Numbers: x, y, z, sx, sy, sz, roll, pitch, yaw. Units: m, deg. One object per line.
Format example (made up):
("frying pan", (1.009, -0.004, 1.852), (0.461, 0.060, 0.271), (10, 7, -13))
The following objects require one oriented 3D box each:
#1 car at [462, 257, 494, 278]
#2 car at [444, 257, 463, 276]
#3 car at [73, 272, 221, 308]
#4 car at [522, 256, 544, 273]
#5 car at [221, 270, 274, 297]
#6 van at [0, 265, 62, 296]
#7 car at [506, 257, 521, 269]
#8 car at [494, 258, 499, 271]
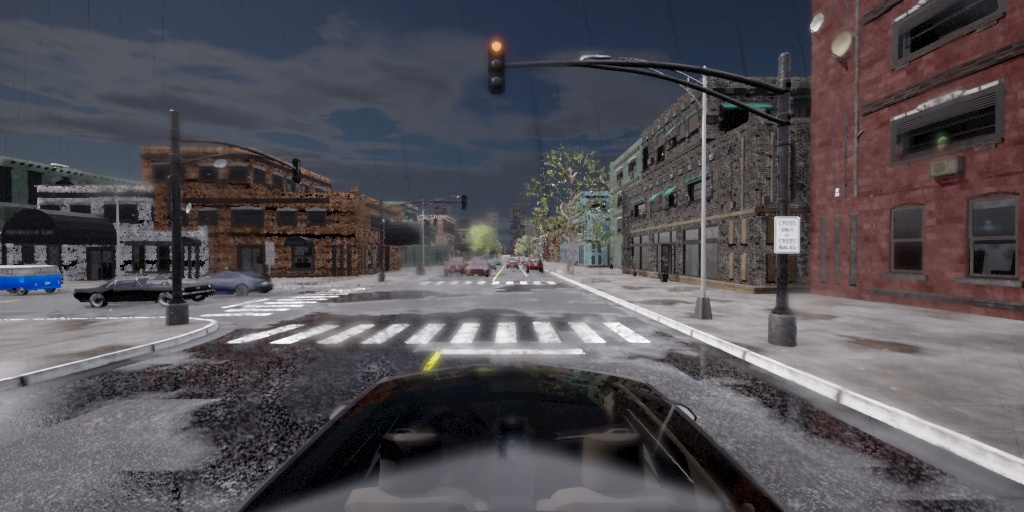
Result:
("car", (-3.124, 1.095, 33.977), (2.097, 1.767, 4.553), (0, 0, 0))
("car", (-5.713, 1.057, 37.309), (2.192, 1.841, 5.009), (0, 0, 0))
("car", (-16.547, 1.576, 16.351), (4.718, 1.301, 1.895), (-1, 1, -1))
("car", (2.663, 1.055, 42.860), (2.192, 1.841, 5.009), (0, 0, 0))
("car", (-15.517, 1.494, 19.608), (4.181, 1.385, 1.994), (-1, 1, -2))
("van", (-30.312, 1.458, 21.972), (3.998, 1.789, 1.690), (0, 0, -1))
("car", (0.057, 1.262, 57.930), (1.812, 1.442, 4.674), (0, 0, 0))
("car", (-3.132, 1.245, 50.309), (1.837, 1.490, 4.892), (0, 0, 0))
